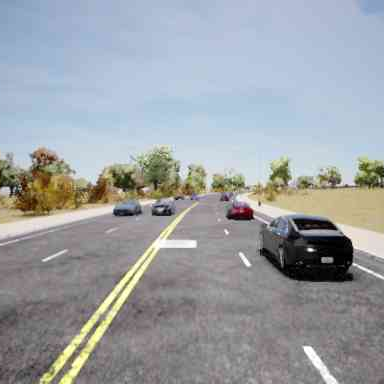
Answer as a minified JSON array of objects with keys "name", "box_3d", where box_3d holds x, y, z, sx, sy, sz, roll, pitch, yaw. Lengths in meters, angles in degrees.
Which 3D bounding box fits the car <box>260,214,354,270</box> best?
[{"name":"car","box_3d":[3.471,1.471,10.859,1.837,1.490,4.892,0,0,1]}]

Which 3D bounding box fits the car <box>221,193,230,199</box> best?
[{"name":"car","box_3d":[9.020,1.006,88.949,2.128,1.511,4.902,0,0,7]}]

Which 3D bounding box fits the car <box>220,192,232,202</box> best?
[{"name":"car","box_3d":[6.566,1.203,67.236,1.812,1.442,4.674,0,0,6]}]

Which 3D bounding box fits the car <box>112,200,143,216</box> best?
[{"name":"car","box_3d":[-5.864,1.431,31.008,2.033,1.411,5.357,0,0,3]}]

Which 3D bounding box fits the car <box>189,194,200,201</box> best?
[{"name":"car","box_3d":[0.571,1.125,72.578,1.882,1.535,5.008,0,0,6]}]

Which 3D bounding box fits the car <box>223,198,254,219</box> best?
[{"name":"car","box_3d":[3.972,1.460,28.013,1.994,1.385,4.181,0,0,2]}]

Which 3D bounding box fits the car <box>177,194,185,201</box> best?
[{"name":"car","box_3d":[-2.660,1.200,72.930,1.994,1.385,4.181,0,0,6]}]

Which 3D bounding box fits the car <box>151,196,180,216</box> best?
[{"name":"car","box_3d":[-2.600,1.375,31.014,2.128,1.511,4.902,0,0,3]}]

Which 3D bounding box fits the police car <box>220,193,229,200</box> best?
[{"name":"police car","box_3d":[7.708,1.104,78.101,2.038,1.542,4.974,0,0,6]}]
